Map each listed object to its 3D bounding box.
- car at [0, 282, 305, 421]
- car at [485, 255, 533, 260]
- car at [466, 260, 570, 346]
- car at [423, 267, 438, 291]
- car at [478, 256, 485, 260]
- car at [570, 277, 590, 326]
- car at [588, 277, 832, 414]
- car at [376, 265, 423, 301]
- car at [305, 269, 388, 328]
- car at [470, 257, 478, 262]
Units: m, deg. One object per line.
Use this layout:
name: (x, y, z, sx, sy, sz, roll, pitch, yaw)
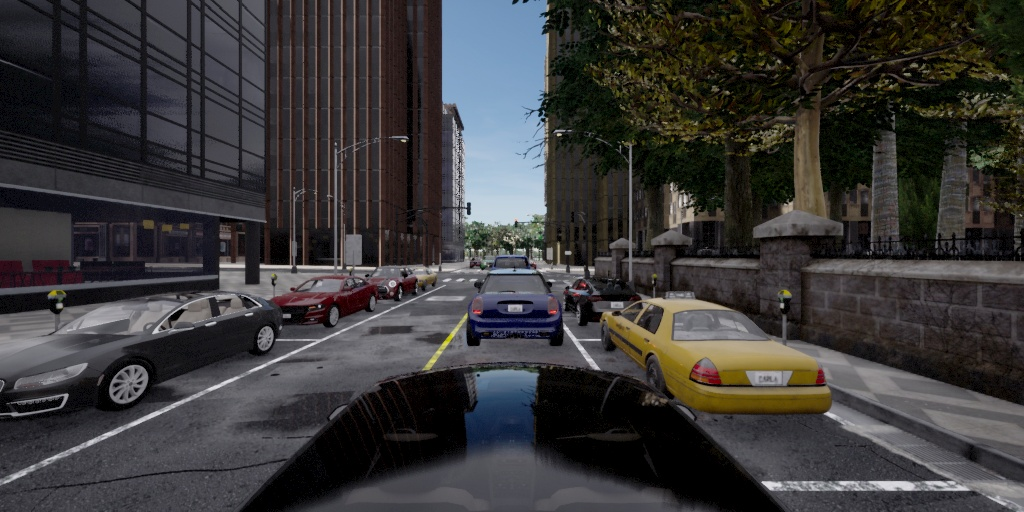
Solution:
car: (-5.770, 1.300, 5.976, 2.007, 1.370, 4.403, 0, 0, 0)
car: (-0.025, 0.973, 18.987, 2.150, 2.045, 5.566, 0, 0, 0)
car: (0.039, 1.102, 9.553, 2.097, 1.767, 4.553, 0, 0, -1)
car: (-5.799, 1.277, 22.176, 1.751, 1.417, 4.829, 0, 0, 0)
car: (-3.189, 0.982, 51.229, 2.150, 2.045, 5.566, 0, 0, -1)
car: (2.745, 1.316, 11.450, 1.948, 1.339, 4.313, 0, 0, 0)
car: (2.755, 1.275, 6.163, 1.751, 1.417, 4.829, 0, 0, 0)
car: (-5.789, 1.190, 16.890, 1.967, 1.591, 4.097, 0, 0, 0)
car: (-5.780, 1.295, 11.433, 1.888, 1.381, 4.507, 0, 0, 0)
car: (-5.864, 1.079, 59.754, 2.192, 1.841, 5.009, 0, 0, 0)
